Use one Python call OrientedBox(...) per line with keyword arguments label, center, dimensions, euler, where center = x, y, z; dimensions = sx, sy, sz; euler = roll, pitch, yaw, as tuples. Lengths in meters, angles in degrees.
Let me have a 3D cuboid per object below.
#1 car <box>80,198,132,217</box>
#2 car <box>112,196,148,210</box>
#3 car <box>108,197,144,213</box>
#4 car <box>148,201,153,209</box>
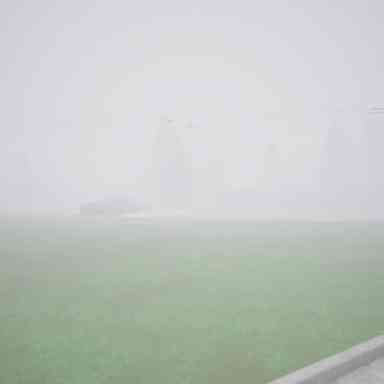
OrientedBox(label="car", center=(-8.118, 1.503, 30.590), dimensions=(4.181, 1.385, 1.994), euler=(0, 0, 10))
OrientedBox(label="car", center=(-7.722, 1.288, 37.629), dimensions=(4.553, 1.767, 2.097), euler=(0, 0, 10))
OrientedBox(label="car", center=(-7.497, 1.503, 34.034), dimensions=(4.181, 1.385, 1.994), euler=(0, 0, 10))
OrientedBox(label="car", center=(-7.125, 1.288, 41.077), dimensions=(4.553, 1.767, 2.097), euler=(0, 0, 10))
